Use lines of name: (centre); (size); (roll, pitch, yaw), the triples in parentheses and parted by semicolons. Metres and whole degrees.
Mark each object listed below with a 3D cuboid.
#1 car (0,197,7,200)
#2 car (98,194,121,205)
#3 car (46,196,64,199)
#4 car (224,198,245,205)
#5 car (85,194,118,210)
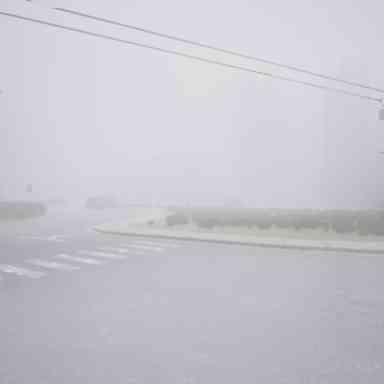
car: (-32.194, 1.457, 54.770); (1.784, 1.438, 3.905); (0, 0, 27)
car: (-15.121, 1.389, 61.097); (1.905, 1.878, 3.866); (0, 0, 27)
car: (-27.372, 1.496, 66.757); (1.816, 1.474, 4.193); (0, 0, 27)
car: (6.405, 1.704, 50.029); (2.242, 1.667, 4.611); (0, 0, 27)
car: (-12.119, 1.385, 44.651); (1.932, 1.855, 4.605); (0, 0, 27)
